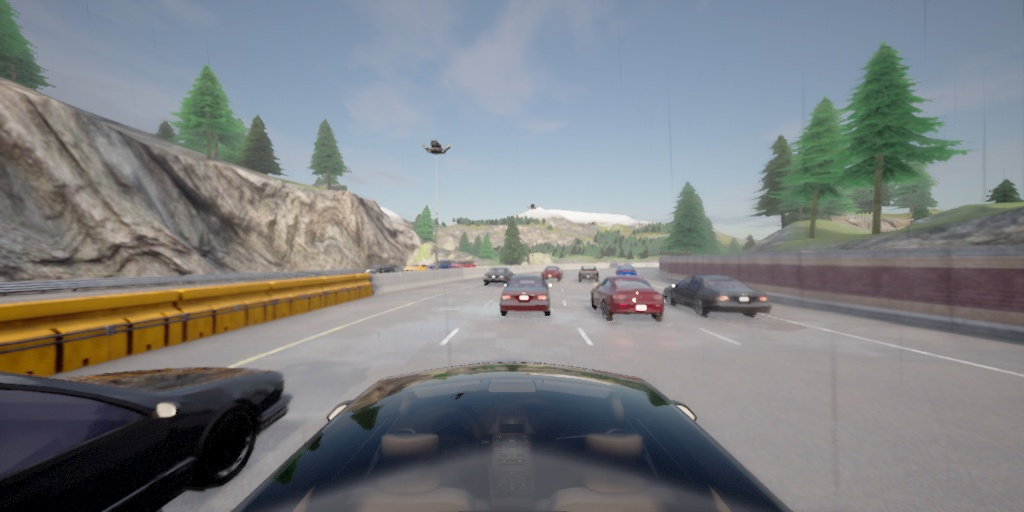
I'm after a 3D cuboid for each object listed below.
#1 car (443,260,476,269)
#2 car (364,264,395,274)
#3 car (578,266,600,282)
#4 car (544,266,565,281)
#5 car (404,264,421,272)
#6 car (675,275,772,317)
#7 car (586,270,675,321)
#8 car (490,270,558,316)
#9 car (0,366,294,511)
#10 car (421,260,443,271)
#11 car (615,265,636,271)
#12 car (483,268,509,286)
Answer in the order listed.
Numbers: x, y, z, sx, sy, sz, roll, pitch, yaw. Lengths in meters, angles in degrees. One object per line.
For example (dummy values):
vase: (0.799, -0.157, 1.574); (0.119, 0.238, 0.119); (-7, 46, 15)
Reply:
car: (-6.846, 1.569, 49.158); (2.150, 2.045, 5.566); (0, -1, 18)
car: (-17.927, 1.825, 48.730); (2.128, 1.511, 4.902); (0, -1, 16)
car: (7.390, 1.656, 34.385); (2.128, 1.511, 4.902); (0, -1, 13)
car: (4.051, 1.703, 35.467); (1.812, 1.442, 4.674); (0, -1, 13)
car: (-13.458, 1.848, 51.390); (1.882, 1.535, 5.008); (0, -1, 18)
car: (7.603, 1.454, 13.925); (2.033, 1.411, 5.357); (0, -1, 5)
car: (4.055, 1.421, 13.098); (1.812, 1.442, 4.674); (0, -1, 4)
car: (0.614, 1.456, 14.306); (2.033, 1.411, 5.357); (0, -1, 5)
car: (-3.388, 1.294, 1.541); (2.033, 1.411, 5.357); (0, -1, 0)
car: (-10.050, 1.586, 50.612); (2.150, 2.045, 5.566); (0, -1, 18)
car: (11.377, 1.663, 35.928); (1.882, 1.535, 5.008); (0, -1, 14)
car: (-0.908, 1.644, 29.210); (2.033, 1.411, 5.357); (0, -1, 11)
